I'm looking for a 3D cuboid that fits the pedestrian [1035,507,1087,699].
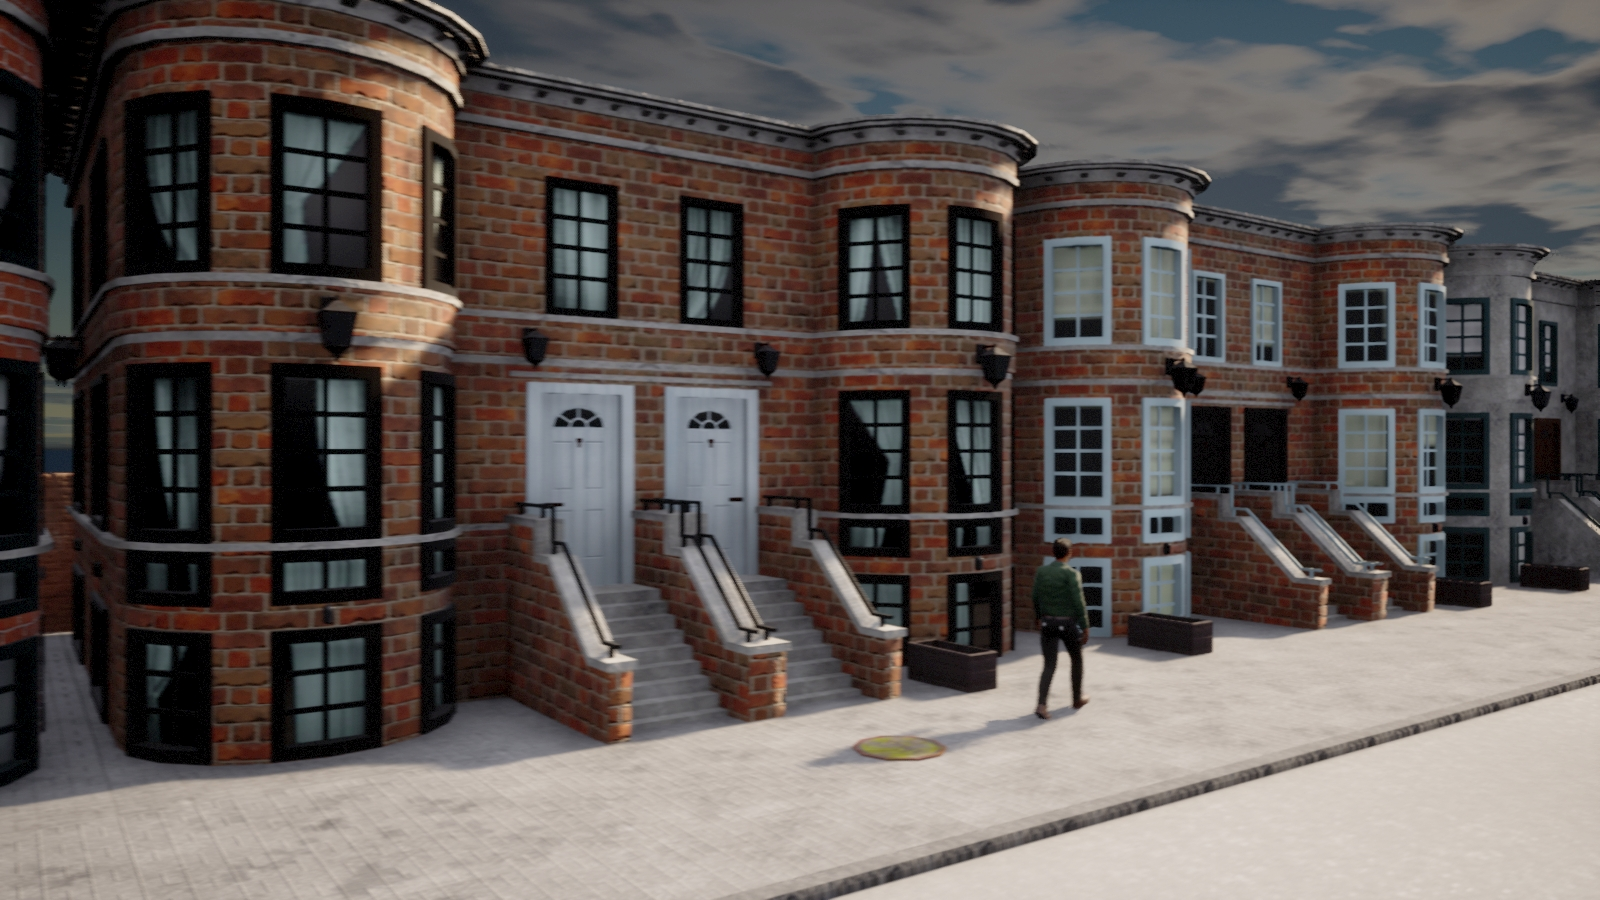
[{"bbox_3d":[2.631,1.522,11.516,0.375,1.860,0.375,0,0,43],"label":"pedestrian"}]
